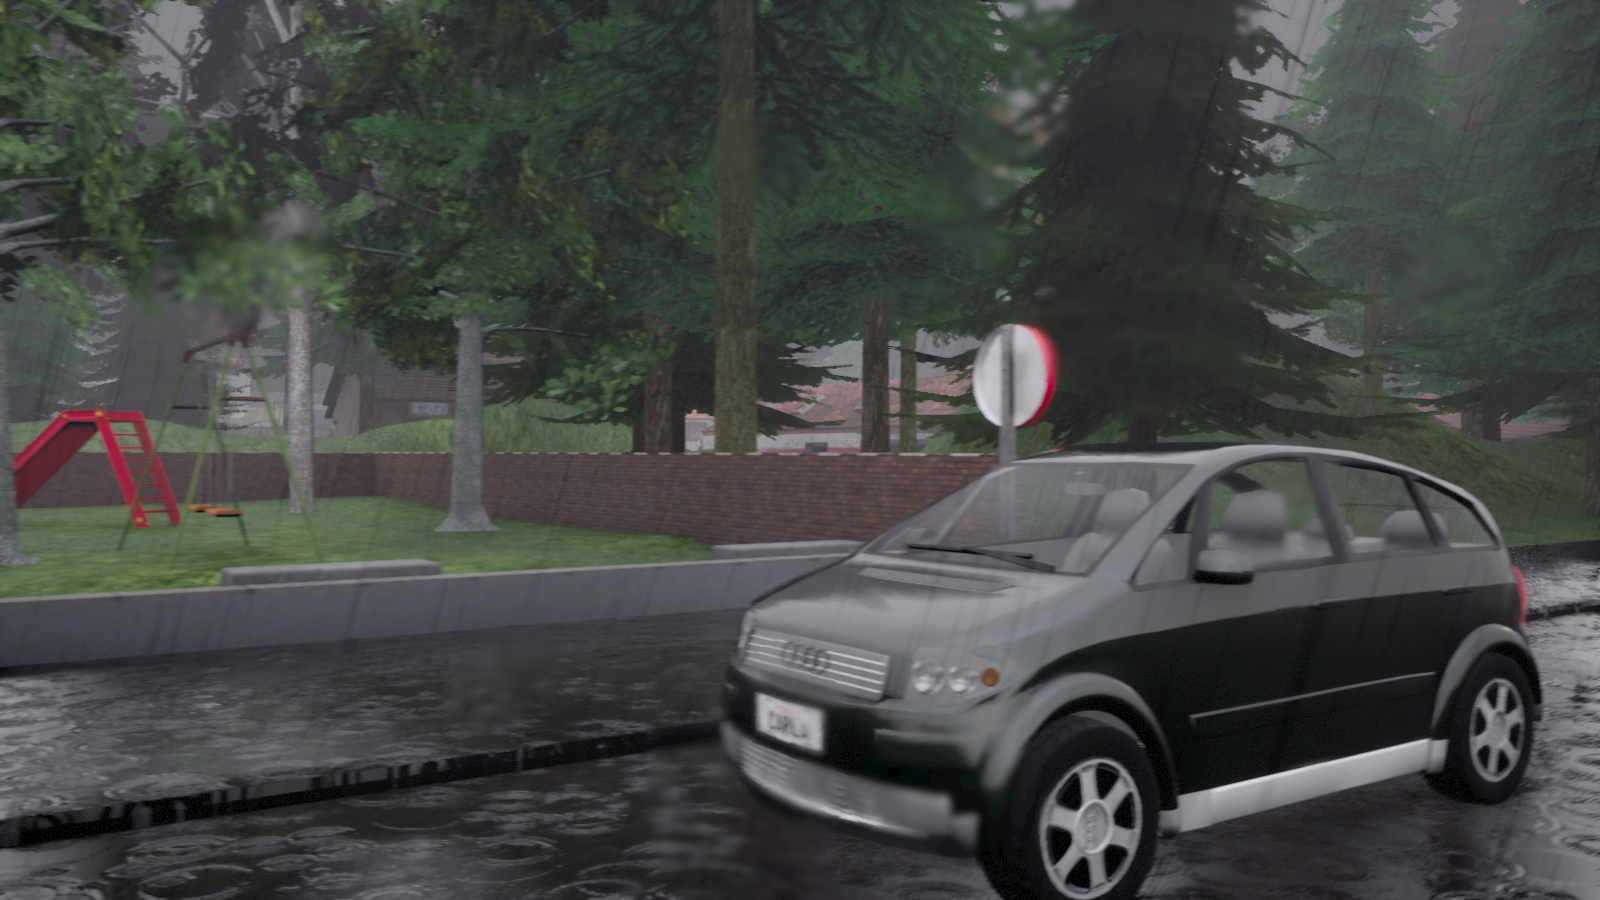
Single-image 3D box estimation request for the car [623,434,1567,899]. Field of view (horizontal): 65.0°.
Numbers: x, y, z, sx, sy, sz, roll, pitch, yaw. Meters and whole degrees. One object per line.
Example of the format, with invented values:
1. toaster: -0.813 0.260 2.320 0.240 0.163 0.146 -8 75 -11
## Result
1. car: 1.343 0.739 5.202 3.705 1.549 1.789 0 0 -35
